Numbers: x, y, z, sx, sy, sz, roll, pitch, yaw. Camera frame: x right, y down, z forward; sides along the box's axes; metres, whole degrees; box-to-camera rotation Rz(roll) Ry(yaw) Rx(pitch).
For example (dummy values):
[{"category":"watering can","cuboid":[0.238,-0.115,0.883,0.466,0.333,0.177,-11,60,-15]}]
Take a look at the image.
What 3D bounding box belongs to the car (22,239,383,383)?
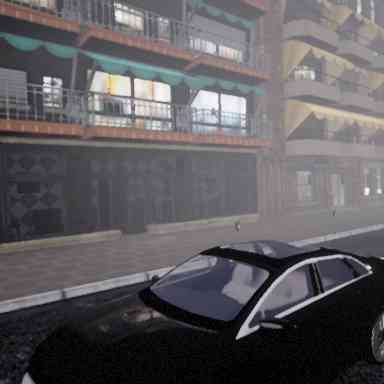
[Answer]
[{"category":"car","cuboid":[0.701,1.417,3.940,4.902,1.511,2.128,-2,1,-38]}]
